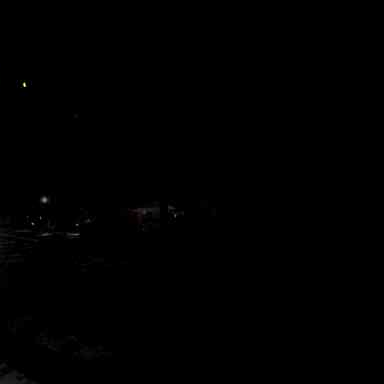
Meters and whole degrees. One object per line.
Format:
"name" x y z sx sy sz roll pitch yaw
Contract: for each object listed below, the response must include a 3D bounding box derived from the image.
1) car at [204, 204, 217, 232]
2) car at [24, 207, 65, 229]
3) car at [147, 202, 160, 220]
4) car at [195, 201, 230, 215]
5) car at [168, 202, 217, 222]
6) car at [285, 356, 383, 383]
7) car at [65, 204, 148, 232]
"car" 3.065 1.724 21.311 1.882 1.535 5.008 1 0 35
"car" -8.494 1.652 22.207 1.895 1.301 4.718 1 0 35
"car" -3.355 1.653 29.462 1.812 1.442 4.674 1 0 35
"car" 2.403 1.777 37.569 1.994 1.385 4.181 1 0 36
"car" 0.074 1.677 28.680 2.128 1.511 4.902 1 0 35
"car" 2.446 1.545 1.216 4.507 1.381 1.887 0 1 35
"car" -5.281 1.632 21.115 1.812 1.442 4.674 1 0 35
